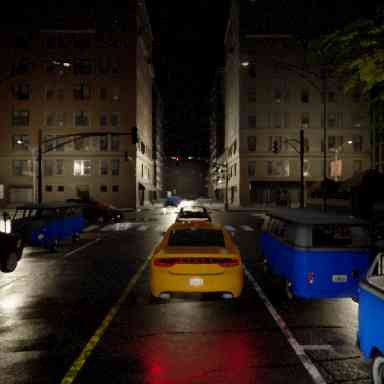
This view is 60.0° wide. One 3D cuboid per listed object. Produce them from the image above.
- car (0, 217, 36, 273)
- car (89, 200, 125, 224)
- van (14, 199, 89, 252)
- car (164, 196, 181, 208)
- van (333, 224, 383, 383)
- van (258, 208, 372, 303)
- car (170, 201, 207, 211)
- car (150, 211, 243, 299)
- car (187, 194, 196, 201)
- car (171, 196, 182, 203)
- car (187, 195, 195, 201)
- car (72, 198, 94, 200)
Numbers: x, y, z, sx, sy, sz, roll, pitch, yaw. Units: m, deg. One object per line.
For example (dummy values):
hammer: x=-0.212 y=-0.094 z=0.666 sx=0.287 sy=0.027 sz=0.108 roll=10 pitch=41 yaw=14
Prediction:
car: x=-5.822 y=1.544 z=7.940 sx=1.887 sy=1.381 sz=4.507 roll=0 pitch=0 yaw=0
car: x=-7.028 y=1.539 z=24.174 sx=4.181 sy=1.385 sz=1.994 roll=0 pitch=0 yaw=20
van: x=-5.796 y=1.338 z=13.600 sx=1.690 sy=1.788 sz=3.998 roll=0 pitch=0 yaw=0
car: x=-3.050 y=1.462 z=48.878 sx=1.882 sy=1.535 sz=5.008 roll=0 pitch=0 yaw=0
van: x=2.679 y=1.341 z=2.255 sx=1.690 sy=1.788 sz=3.998 roll=0 pitch=0 yaw=0
van: x=2.704 y=1.340 z=7.912 sx=1.690 sy=1.788 sz=3.998 roll=0 pitch=0 yaw=0
car: x=0.075 y=1.486 z=17.919 sx=2.128 sy=1.511 sz=4.902 roll=0 pitch=0 yaw=0
car: x=0.114 y=1.477 z=8.500 sx=1.882 sy=1.535 sz=5.008 roll=0 pitch=0 yaw=1
car: x=-0.227 y=1.339 z=79.387 sx=2.097 sy=1.767 sz=4.553 roll=0 pitch=0 yaw=-1
car: x=-3.141 y=1.521 z=69.651 sx=2.033 sy=1.411 sz=5.357 roll=0 pitch=0 yaw=-1
car: x=-0.313 y=1.583 z=89.168 sx=1.895 sy=1.301 sz=4.718 roll=0 pitch=0 yaw=-1
car: x=-9.021 y=1.342 z=28.885 sx=4.553 sy=1.767 sz=2.097 roll=0 pitch=0 yaw=-1
